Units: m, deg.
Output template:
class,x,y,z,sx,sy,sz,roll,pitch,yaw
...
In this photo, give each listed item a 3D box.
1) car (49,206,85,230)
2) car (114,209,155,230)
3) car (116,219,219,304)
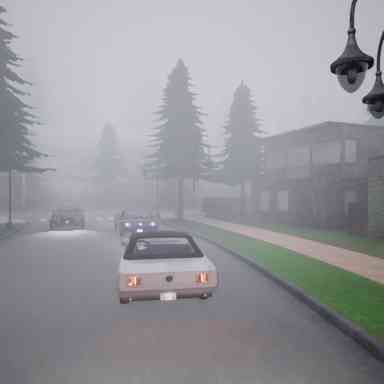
class,x,y,z,sx,sy,sz,roll,pitch,yaw
car,-7.850,1.564,21.140,1.994,1.385,4.181,0,0,-18
car,-3.196,1.601,18.253,1.895,1.301,4.718,0,0,-18
car,-0.805,1.601,8.204,1.895,1.301,4.718,0,0,-10
